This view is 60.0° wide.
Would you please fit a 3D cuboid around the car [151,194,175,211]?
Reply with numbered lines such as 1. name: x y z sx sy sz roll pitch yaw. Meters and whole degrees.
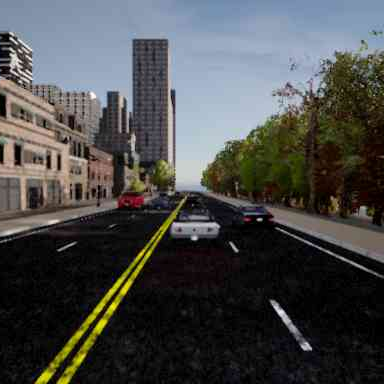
1. car: -3.347 1.231 36.581 2.033 1.411 5.357 0 0 0

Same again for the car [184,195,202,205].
1. car: 0.083 1.164 39.607 1.837 1.490 4.892 0 1 0

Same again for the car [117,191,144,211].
1. car: -6.594 0.907 36.526 2.150 2.045 5.566 0 0 0

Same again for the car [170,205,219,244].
1. car: 0.096 1.472 14.997 1.895 1.301 4.718 0 1 0

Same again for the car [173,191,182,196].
1. car: -3.279 0.473 77.153 1.837 1.490 4.892 0 1 0

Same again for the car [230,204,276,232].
1. car: 3.341 1.385 18.960 2.033 1.411 5.357 0 1 0
